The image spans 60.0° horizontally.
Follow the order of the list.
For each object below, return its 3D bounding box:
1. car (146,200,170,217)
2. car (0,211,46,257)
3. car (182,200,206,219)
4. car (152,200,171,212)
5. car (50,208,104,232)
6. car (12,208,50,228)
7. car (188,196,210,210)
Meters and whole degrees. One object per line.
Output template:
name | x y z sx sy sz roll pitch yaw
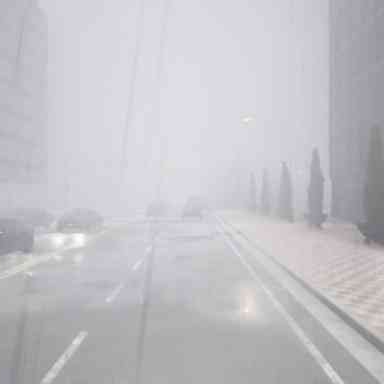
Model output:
car | -3.473 1.759 33.864 1.837 1.490 4.892 0 0 1
car | -7.094 1.612 11.523 1.812 1.442 4.674 0 0 -1
car | 0.006 1.782 31.343 2.033 1.411 5.357 0 0 0
car | -4.244 1.835 46.019 2.128 1.511 4.902 0 0 -11
car | -7.083 1.724 21.402 1.994 1.385 4.181 0 0 0
car | -10.583 1.706 21.224 2.033 1.411 5.357 0 0 0
car | 0.913 1.562 45.463 2.150 2.045 5.566 0 0 15
